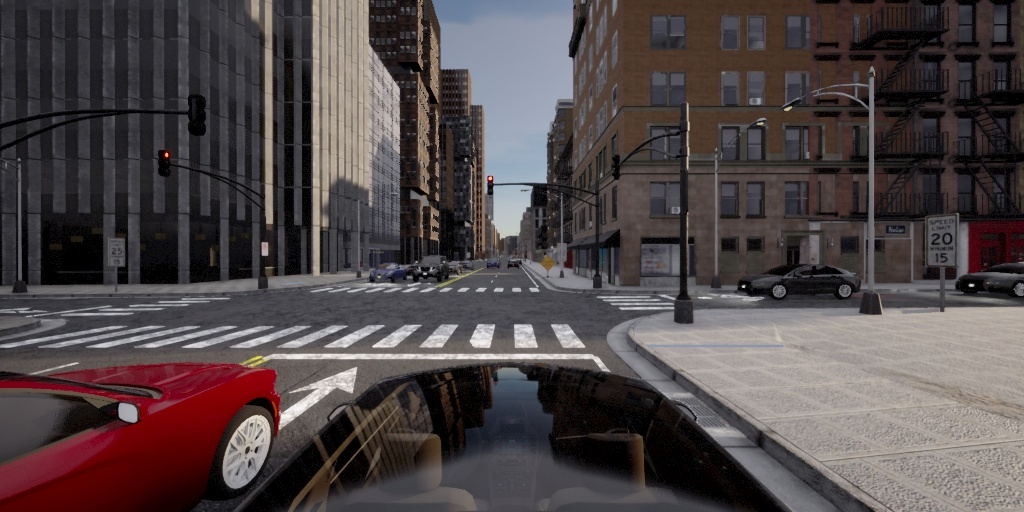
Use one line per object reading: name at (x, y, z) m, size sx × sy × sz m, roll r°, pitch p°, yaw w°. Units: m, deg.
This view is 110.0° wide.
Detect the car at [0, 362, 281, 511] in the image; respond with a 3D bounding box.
car at (-3.153, 1.228, 1.429) m, size 1.882 × 1.535 × 5.008 m, roll 0°, pitch 0°, yaw 0°

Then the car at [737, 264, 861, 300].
car at (12.908, 1.116, 16.281) m, size 4.892 × 1.490 × 1.837 m, roll 0°, pitch 0°, yaw -1°

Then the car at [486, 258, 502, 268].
car at (-3.050, 1.118, 59.502) m, size 2.097 × 1.767 × 4.553 m, roll 0°, pitch 0°, yaw 1°

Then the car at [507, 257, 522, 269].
car at (0.193, 1.271, 58.753) m, size 1.837 × 1.490 × 4.892 m, roll 0°, pitch 0°, yaw 0°

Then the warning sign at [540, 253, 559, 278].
warning sign at (2.917, 0.868, 29.148) m, size 1.300 × 1.860 × 1.060 m, roll 0°, pitch 0°, yaw 0°

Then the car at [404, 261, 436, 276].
car at (-9.760, 1.304, 38.330) m, size 2.033 × 1.411 × 5.357 m, roll 0°, pitch 0°, yaw 0°

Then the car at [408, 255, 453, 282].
car at (-6.546, 0.975, 29.497) m, size 2.150 × 2.045 × 5.566 m, roll 0°, pitch 0°, yaw -1°

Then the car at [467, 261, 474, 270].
car at (-6.469, 1.325, 50.626) m, size 1.994 × 1.385 × 4.181 m, roll 0°, pitch 0°, yaw -1°

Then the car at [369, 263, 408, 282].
car at (-9.784, 1.279, 28.743) m, size 1.812 × 1.442 × 4.674 m, roll 0°, pitch 0°, yaw 0°

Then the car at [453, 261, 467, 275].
car at (-6.505, 1.262, 39.413) m, size 1.837 × 1.490 × 4.892 m, roll 0°, pitch 0°, yaw 0°

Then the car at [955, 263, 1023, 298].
car at (23.170, 1.040, 16.193) m, size 4.892 × 1.490 × 1.837 m, roll -1°, pitch 0°, yaw 0°
